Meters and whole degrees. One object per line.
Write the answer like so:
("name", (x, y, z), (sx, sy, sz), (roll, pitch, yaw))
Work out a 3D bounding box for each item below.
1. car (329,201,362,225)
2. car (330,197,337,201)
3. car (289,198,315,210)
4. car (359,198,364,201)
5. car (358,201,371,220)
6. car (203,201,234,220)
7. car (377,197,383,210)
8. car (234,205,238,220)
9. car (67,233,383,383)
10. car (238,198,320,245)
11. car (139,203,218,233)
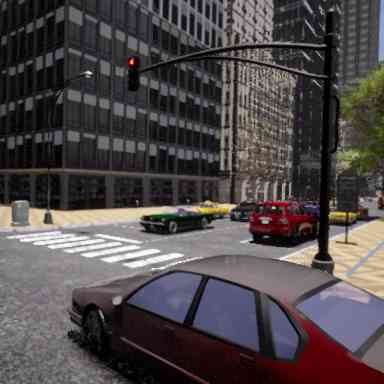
("car", (11.357, 1.681, 25.427), (1.752, 1.417, 4.829), (2, 1, 36))
("car", (24.520, 1.635, 57.335), (1.752, 1.417, 4.829), (2, 1, 36))
("car", (14.568, 1.564, 43.869), (1.947, 1.339, 4.313), (2, 1, 36))
("car", (34.671, 1.772, 71.076), (2.008, 1.369, 4.403), (2, 1, 36))
("car", (14.607, 1.776, 29.828), (1.802, 1.307, 4.206), (2, 1, 36))
("car", (1.065, 1.366, 25.594), (1.752, 1.417, 4.829), (2, 1, 36))
("car", (28.020, 1.663, 47.970), (2.192, 1.841, 5.009), (2, 1, 36))
("car", (4.697, 1.448, 26.137), (1.837, 1.490, 4.892), (2, 1, 36))
("car", (0.449, 1.533, 4.074), (5.357, 1.411, 2.033), (-1, 0, 45))
("car", (4.557, 1.390, 16.216), (2.192, 1.841, 5.009), (2, 1, 36))
("car", (-0.766, 1.480, 18.727), (1.895, 1.301, 4.718), (2, 1, 36))
